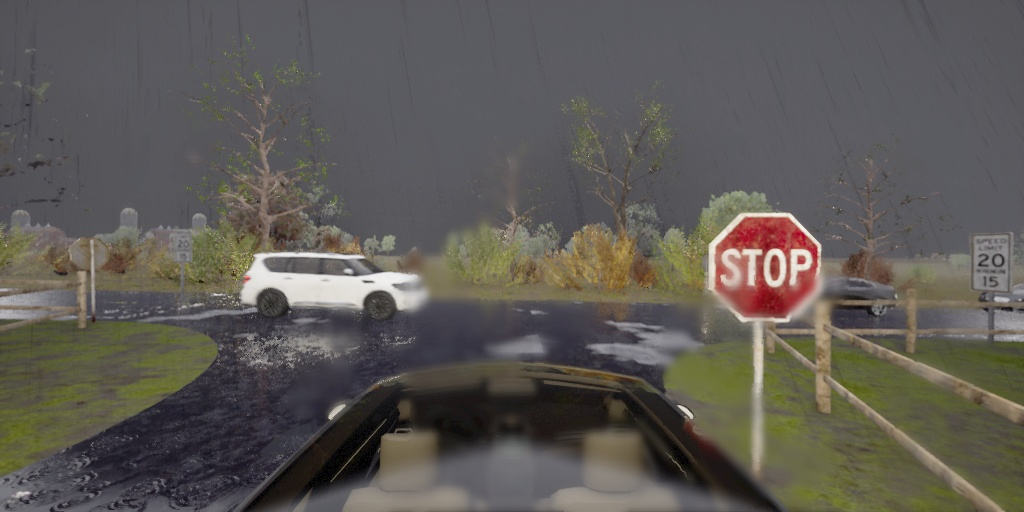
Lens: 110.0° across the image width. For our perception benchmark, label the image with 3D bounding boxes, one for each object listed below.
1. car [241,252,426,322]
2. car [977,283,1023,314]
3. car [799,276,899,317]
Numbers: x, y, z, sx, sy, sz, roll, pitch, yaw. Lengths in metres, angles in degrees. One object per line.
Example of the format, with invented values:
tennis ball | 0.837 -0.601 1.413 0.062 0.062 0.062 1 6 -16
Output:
car | -5.712 0.925 11.841 5.566 2.045 2.150 1 1 0
car | 22.172 1.756 14.626 4.902 1.511 2.128 1 1 0
car | 12.756 1.556 14.683 4.902 1.511 2.128 1 1 0
